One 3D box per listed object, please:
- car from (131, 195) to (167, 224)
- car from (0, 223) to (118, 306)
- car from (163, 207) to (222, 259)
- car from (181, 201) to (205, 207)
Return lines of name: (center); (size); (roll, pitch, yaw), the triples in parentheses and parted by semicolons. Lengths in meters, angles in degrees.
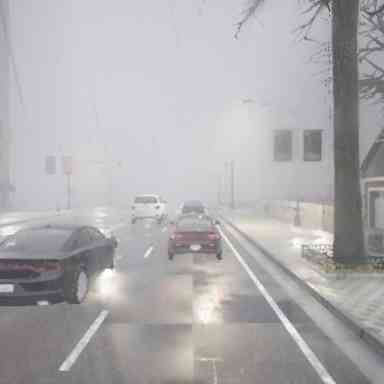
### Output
car: (-3.152, 1.220, 25.006); (2.150, 2.045, 5.566); (0, 0, 0)
car: (-3.150, 1.482, 8.120); (1.882, 1.535, 5.008); (0, 0, 0)
car: (0.097, 1.530, 12.536); (1.812, 1.442, 4.674); (0, 0, 0)
car: (0.096, 1.473, 28.752); (1.882, 1.535, 5.008); (0, 0, 0)
